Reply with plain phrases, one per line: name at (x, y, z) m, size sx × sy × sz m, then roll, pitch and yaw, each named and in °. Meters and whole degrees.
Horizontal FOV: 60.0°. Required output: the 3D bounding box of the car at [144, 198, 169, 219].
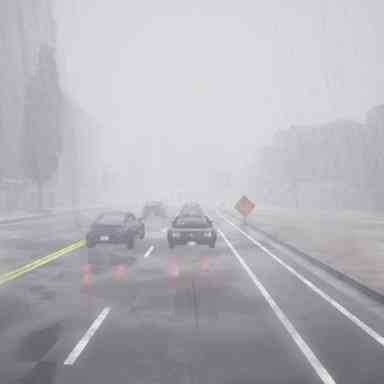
car at (-3.251, 1.594, 29.673) m, size 1.837 × 1.490 × 4.892 m, roll 0°, pitch 0°, yaw 0°

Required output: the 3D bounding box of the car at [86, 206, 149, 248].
car at (-3.250, 1.557, 14.661) m, size 1.812 × 1.442 × 4.674 m, roll 0°, pitch 0°, yaw 0°

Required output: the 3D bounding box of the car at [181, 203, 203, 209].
car at (-0.001, 1.650, 29.671) m, size 1.994 × 1.385 × 4.181 m, roll 0°, pitch 0°, yaw 0°

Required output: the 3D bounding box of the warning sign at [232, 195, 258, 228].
warning sign at (3.191, 1.155, 20.061) m, size 1.300 × 1.860 × 1.060 m, roll -2°, pitch -2°, yaw 0°

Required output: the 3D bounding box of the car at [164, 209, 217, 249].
car at (0.000, 1.641, 14.691) m, size 1.895 × 1.301 × 4.718 m, roll 0°, pitch 0°, yaw 0°
